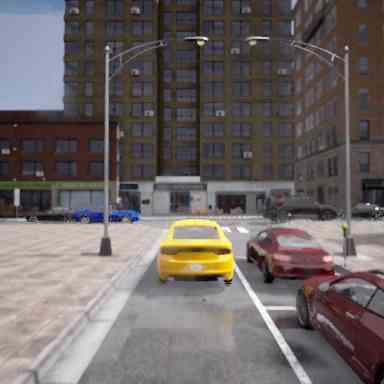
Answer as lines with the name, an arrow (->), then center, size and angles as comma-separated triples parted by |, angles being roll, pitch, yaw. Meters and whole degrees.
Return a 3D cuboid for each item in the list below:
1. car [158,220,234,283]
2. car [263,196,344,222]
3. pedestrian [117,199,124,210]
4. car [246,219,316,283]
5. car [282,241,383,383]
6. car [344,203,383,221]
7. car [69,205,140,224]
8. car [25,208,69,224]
car -> 0.091, 1.578, 10.027 | 1.882, 1.535, 5.008 | 0, -1, 0
car -> 8.323, 1.369, 25.828 | 5.566, 2.045, 2.150 | 0, -2, -4
pedestrian -> -6.848, 1.601, 31.695 | 0.375, 1.860, 0.375 | 0, -1, 0
car -> 2.645, 1.679, 9.619 | 1.802, 1.307, 4.206 | 1, -1, 0
car -> 2.649, 1.625, 4.181 | 1.802, 1.307, 4.206 | 1, -1, 0
car -> 14.299, 1.702, 28.709 | 4.674, 1.442, 1.812 | -1, -2, 0
car -> -6.537, 1.766, 25.827 | 5.008, 1.535, 1.882 | -1, -2, 0
car -> -11.805, 2.032, 28.787 | 4.718, 1.301, 1.895 | -1, -2, 0
